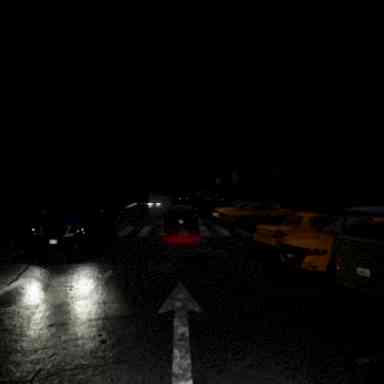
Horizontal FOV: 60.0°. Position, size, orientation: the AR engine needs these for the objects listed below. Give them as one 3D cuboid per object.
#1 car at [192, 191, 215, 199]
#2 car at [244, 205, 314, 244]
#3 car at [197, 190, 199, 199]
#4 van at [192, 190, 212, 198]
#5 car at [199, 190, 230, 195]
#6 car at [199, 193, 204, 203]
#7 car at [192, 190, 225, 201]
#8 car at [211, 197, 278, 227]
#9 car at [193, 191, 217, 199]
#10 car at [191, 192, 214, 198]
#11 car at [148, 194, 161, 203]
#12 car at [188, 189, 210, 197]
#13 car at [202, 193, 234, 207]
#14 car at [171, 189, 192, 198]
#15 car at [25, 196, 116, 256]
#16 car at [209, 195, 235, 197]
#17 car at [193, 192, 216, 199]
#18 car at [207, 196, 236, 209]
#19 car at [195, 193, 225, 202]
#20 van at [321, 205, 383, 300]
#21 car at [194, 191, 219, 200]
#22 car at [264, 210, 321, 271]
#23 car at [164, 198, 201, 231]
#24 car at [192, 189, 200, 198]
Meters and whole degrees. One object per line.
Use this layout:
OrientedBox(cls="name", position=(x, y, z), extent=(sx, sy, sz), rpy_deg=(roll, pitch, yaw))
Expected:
OrientedBox(cls="car", position=(2.618, 0.594, 75.994), extent=(4.553, 1.767, 2.185), rpy_deg=(1, 1, -22))
OrientedBox(cls="car", position=(4.995, 1.469, 13.056), extent=(5.366, 1.575, 1.946), rpy_deg=(1, 0, -22))
OrientedBox(cls="car", position=(3.627, 0.920, 45.989), extent=(4.553, 1.767, 2.185), rpy_deg=(1, 1, -22))
OrientedBox(cls="van", position=(2.482, 0.437, 82.040), extent=(4.442, 1.987, 1.878), rpy_deg=(1, 0, -22))
OrientedBox(cls="car", position=(3.729, 0.957, 42.990), extent=(4.553, 1.767, 2.185), rpy_deg=(1, 1, -22))
OrientedBox(cls="car", position=(3.773, 1.150, 39.971), extent=(4.792, 1.488, 2.163), rpy_deg=(0, 1, -22))
OrientedBox(cls="car", position=(3.070, 0.620, 60.968), extent=(5.566, 2.045, 2.435), rpy_deg=(1, 1, -22))
OrientedBox(cls="car", position=(4.292, 1.354, 21.921), extent=(5.366, 1.575, 1.946), rpy_deg=(1, 1, -22))
OrientedBox(cls="car", position=(2.759, 0.653, 69.978), extent=(4.553, 1.767, 2.185), rpy_deg=(1, 0, -22))
OrientedBox(cls="car", position=(2.472, 0.691, 78.995), extent=(5.008, 1.535, 2.097), rpy_deg=(1, 0, -22))
OrientedBox(cls="car", position=(-5.990, 1.038, 53.480), extent=(1.994, 1.385, 4.181), rpy_deg=(0, 1, -2))
OrientedBox(cls="car", position=(1.949, 0.297, 94.020), extent=(5.566, 2.045, 2.435), rpy_deg=(1, 0, -22))
OrientedBox(cls="car", position=(3.908, 1.200, 36.983), extent=(4.674, 1.452, 2.002), rpy_deg=(0, 1, -22))
OrientedBox(cls="car", position=(-1.483, 0.833, 41.943), extent=(2.150, 2.045, 5.566), rpy_deg=(0, 1, -2))
OrientedBox(cls="car", position=(-4.527, 1.205, 13.407), extent=(2.150, 2.045, 5.566), rpy_deg=(0, 1, -2))
OrientedBox(cls="car", position=(4.242, 1.280, 27.989), extent=(4.892, 1.521, 2.231), rpy_deg=(0, 1, -22))
OrientedBox(cls="car", position=(2.689, 0.789, 72.988), extent=(4.674, 1.452, 2.002), rpy_deg=(1, 1, -22))
OrientedBox(cls="car", position=(4.176, 1.314, 24.920), extent=(5.366, 1.575, 1.946), rpy_deg=(0, 1, -22))
OrientedBox(cls="car", position=(3.164, 0.935, 57.971), extent=(4.792, 1.488, 2.163), rpy_deg=(1, 1, -22))
OrientedBox(cls="van", position=(5.204, 1.255, 7.044), extent=(4.442, 1.987, 1.878), rpy_deg=(1, 0, -23))
OrientedBox(cls="car", position=(2.860, 0.683, 66.979), extent=(4.553, 1.767, 2.185), rpy_deg=(1, 0, -22))
OrientedBox(cls="car", position=(4.966, 1.479, 9.985), extent=(5.008, 1.535, 2.097), rpy_deg=(1, 0, -23))
OrientedBox(cls="car", position=(-0.670, 1.379, 20.031), extent=(1.882, 1.535, 5.008), rpy_deg=(0, 1, -2))
OrientedBox(cls="car", position=(3.382, 0.722, 51.957), extent=(5.566, 2.045, 2.435), rpy_deg=(1, 1, -22))
